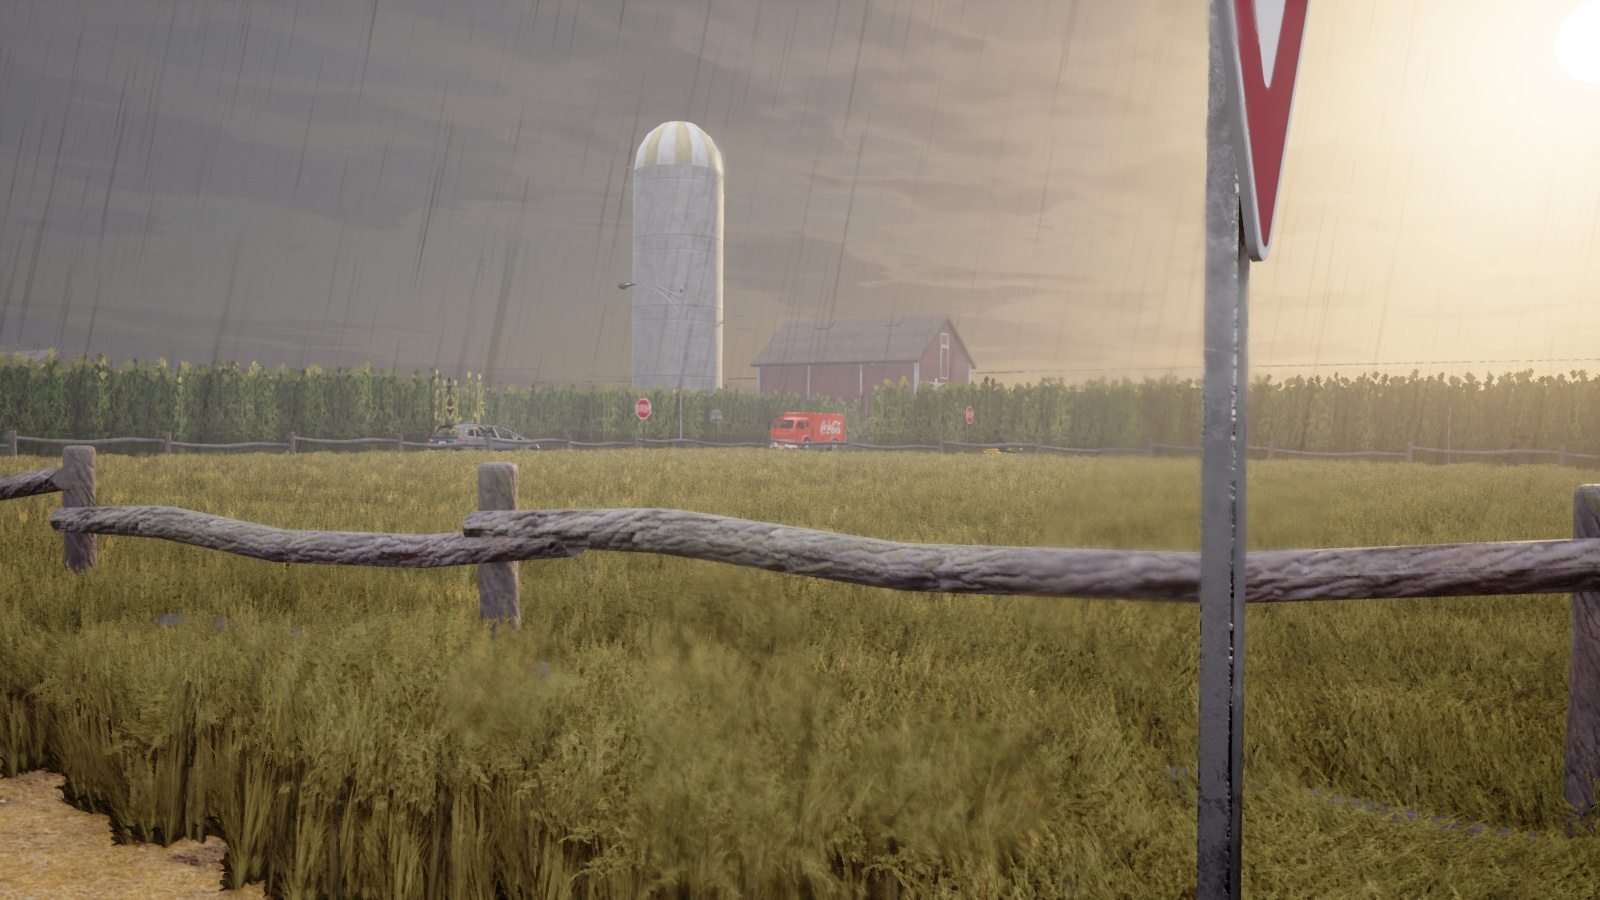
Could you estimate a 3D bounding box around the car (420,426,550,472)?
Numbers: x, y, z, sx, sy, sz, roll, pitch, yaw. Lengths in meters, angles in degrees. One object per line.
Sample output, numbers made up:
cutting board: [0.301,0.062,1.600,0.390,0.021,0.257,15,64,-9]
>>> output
car: [-12.292,-0.059,49.266,2.242,1.667,4.611,0,1,34]

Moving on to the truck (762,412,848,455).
truck: [0.344,-0.962,73.734,2.627,2.467,5.204,0,1,34]

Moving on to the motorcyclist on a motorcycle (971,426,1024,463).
motorcyclist on a motorcycle: [8.329,-0.237,52.921,2.044,1.523,0.797,1,1,34]
